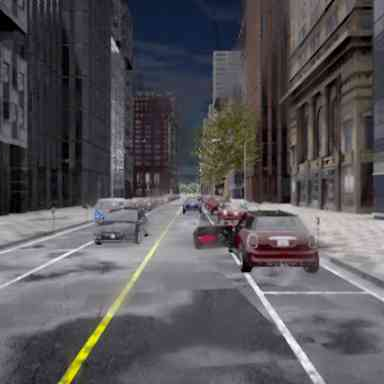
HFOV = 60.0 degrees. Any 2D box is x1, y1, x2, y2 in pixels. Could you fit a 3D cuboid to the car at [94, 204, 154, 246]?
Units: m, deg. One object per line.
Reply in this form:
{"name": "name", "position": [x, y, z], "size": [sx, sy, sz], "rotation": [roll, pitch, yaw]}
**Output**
{"name": "car", "position": [-3.106, 1.507, 15.466], "size": [1.837, 1.490, 4.892], "rotation": [0, 0, 0]}

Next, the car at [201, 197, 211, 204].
{"name": "car", "position": [2.828, 1.699, 68.684], "size": [1.802, 1.307, 4.206], "rotation": [0, 0, 0]}

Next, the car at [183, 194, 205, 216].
{"name": "car", "position": [0.049, 1.387, 37.028], "size": [2.097, 1.767, 4.553], "rotation": [0, 0, 0]}

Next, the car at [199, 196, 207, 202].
{"name": "car", "position": [2.821, 1.736, 85.602], "size": [1.887, 1.381, 4.507], "rotation": [0, 0, 0]}

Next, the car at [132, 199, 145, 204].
{"name": "car", "position": [-5.679, 1.584, 29.218], "size": [1.947, 1.339, 4.313], "rotation": [0, 0, 0]}

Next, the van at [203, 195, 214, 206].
{"name": "van", "position": [2.834, 1.425, 57.405], "size": [1.690, 1.788, 3.998], "rotation": [0, 0, 0]}

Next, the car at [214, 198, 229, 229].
{"name": "car", "position": [2.849, 1.450, 23.567], "size": [1.967, 1.590, 4.097], "rotation": [0, 0, 0]}

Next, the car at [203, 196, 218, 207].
{"name": "car", "position": [2.836, 1.511, 51.765], "size": [1.967, 1.590, 4.097], "rotation": [0, 0, 0]}

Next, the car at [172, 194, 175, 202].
{"name": "car", "position": [-5.700, 1.455, 74.329], "size": [2.192, 1.841, 5.009], "rotation": [0, 0, 0]}

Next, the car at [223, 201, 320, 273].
{"name": "car", "position": [2.384, 1.352, 10.840], "size": [2.097, 1.767, 4.553], "rotation": [0, 0, 0]}

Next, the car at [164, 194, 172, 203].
{"name": "car", "position": [-5.697, 1.641, 68.520], "size": [1.752, 1.417, 4.829], "rotation": [0, 0, 0]}

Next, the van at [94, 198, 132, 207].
{"name": "van", "position": [-5.676, 1.351, 23.579], "size": [1.690, 1.788, 3.998], "rotation": [0, 0, 0]}

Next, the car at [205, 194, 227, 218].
{"name": "car", "position": [2.844, 1.345, 34.847], "size": [2.192, 1.841, 5.009], "rotation": [0, 0, 0]}

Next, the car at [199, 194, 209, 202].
{"name": "car", "position": [2.823, 1.481, 79.963], "size": [2.192, 1.841, 5.009], "rotation": [0, 0, 0]}

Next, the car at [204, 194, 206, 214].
{"name": "car", "position": [2.841, 1.358, 40.486], "size": [2.192, 1.841, 5.009], "rotation": [0, 0, 0]}

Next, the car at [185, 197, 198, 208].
{"name": "car", "position": [-0.006, 1.545, 50.551], "size": [1.882, 1.535, 5.008], "rotation": [0, 0, 0]}

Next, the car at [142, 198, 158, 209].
{"name": "car", "position": [-5.684, 1.483, 40.496], "size": [1.967, 1.590, 4.097], "rotation": [0, 0, 0]}

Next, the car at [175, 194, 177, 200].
{"name": "car", "position": [-5.705, 1.505, 85.607], "size": [2.192, 1.841, 5.009], "rotation": [0, 0, 0]}

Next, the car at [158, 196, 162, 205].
{"name": "car", "position": [-5.687, 1.601, 46.135], "size": [1.887, 1.381, 4.507], "rotation": [0, 0, 0]}

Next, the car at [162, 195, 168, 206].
{"name": "car", "position": [-5.692, 1.666, 57.413], "size": [1.802, 1.307, 4.206], "rotation": [0, 0, 0]}

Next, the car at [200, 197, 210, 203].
{"name": "car", "position": [2.825, 1.706, 74.322], "size": [1.947, 1.339, 4.313], "rotation": [0, 0, 0]}
